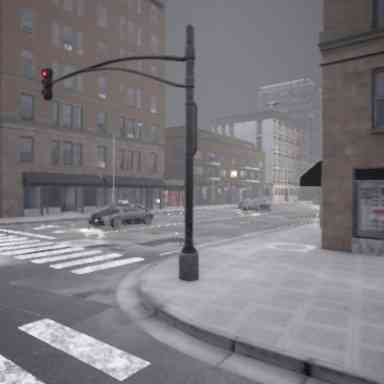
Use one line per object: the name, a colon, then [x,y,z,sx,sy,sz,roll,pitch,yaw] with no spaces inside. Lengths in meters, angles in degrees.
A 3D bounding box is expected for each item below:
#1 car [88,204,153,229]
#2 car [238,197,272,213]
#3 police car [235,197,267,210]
car: [-4.426,1.473,21.059,1.994,1.385,4.181,0,0,36]
car: [7.281,1.449,36.908,1.837,1.490,4.892,0,0,37]
police car: [7.625,1.438,42.695,2.038,1.542,4.974,0,0,36]
